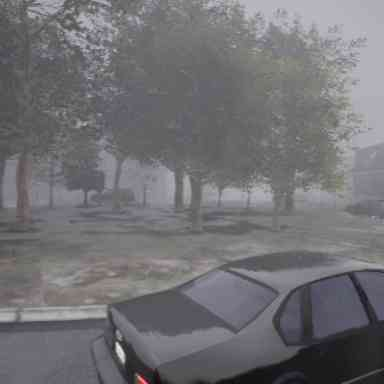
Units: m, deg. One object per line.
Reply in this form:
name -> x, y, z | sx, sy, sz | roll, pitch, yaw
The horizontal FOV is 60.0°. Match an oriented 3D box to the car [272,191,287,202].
car -> 13.547, 0.971, 51.764 | 1.895, 1.301, 4.718 | 1, 1, 6

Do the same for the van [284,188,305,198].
van -> 23.103, 0.215, 74.946 | 4.442, 1.987, 1.878 | 1, 1, 15

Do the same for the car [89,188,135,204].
car -> -9.954, 0.539, 41.604 | 5.566, 2.045, 2.150 | 0, 0, -15

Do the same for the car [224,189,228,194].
car -> 6.201, -0.316, 89.705 | 5.566, 2.045, 2.435 | 1, 2, 15

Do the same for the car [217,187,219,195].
car -> 3.458, 0.227, 79.028 | 4.674, 1.452, 2.002 | 1, 1, 15

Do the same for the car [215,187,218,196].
car -> 2.758, 0.245, 76.362 | 5.008, 1.535, 2.097 | 1, 1, 15

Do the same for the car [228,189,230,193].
car -> 7.099, -0.130, 92.326 | 5.366, 1.575, 1.946 | 1, 2, 15

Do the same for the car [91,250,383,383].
car -> 1.585, 1.500, 4.170 | 5.357, 1.411, 2.033 | 0, 1, -27

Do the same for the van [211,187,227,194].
van -> 7.727, -0.419, 95.006 | 4.442, 1.987, 1.878 | 1, 2, 15

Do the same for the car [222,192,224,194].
car -> 4.836, 0.067, 84.371 | 4.892, 1.521, 2.231 | 1, 1, 15

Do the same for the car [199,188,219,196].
car -> 4.179, 0.003, 81.685 | 4.553, 1.767, 2.185 | 1, 1, 15

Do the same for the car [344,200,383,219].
car -> 14.798, 1.315, 26.852 | 2.033, 1.411, 5.357 | 0, 1, -14

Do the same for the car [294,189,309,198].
car -> 21.084, 0.632, 66.857 | 4.792, 1.488, 2.163 | 1, 1, 15

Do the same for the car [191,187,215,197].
car -> 2.101, 0.174, 73.677 | 4.553, 1.767, 2.185 | 1, 1, 15
